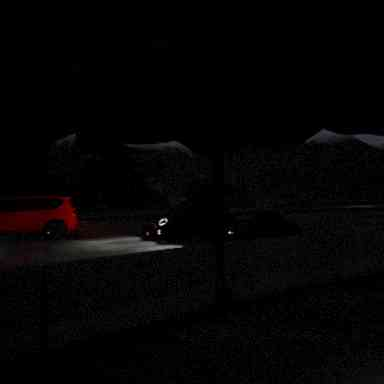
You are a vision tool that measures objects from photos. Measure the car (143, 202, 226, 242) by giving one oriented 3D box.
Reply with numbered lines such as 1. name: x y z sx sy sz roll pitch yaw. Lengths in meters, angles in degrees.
1. car: -0.086 1.299 16.238 4.553 1.767 2.097 0 0 -31

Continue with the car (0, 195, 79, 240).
1. car: -8.125 1.187 15.247 5.566 2.045 2.150 0 0 -34

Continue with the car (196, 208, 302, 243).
1. car: 2.573 1.514 13.776 4.181 1.385 1.994 0 0 -31

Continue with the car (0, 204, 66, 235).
1. car: -9.643 1.484 18.412 4.674 1.442 1.812 0 0 -34
